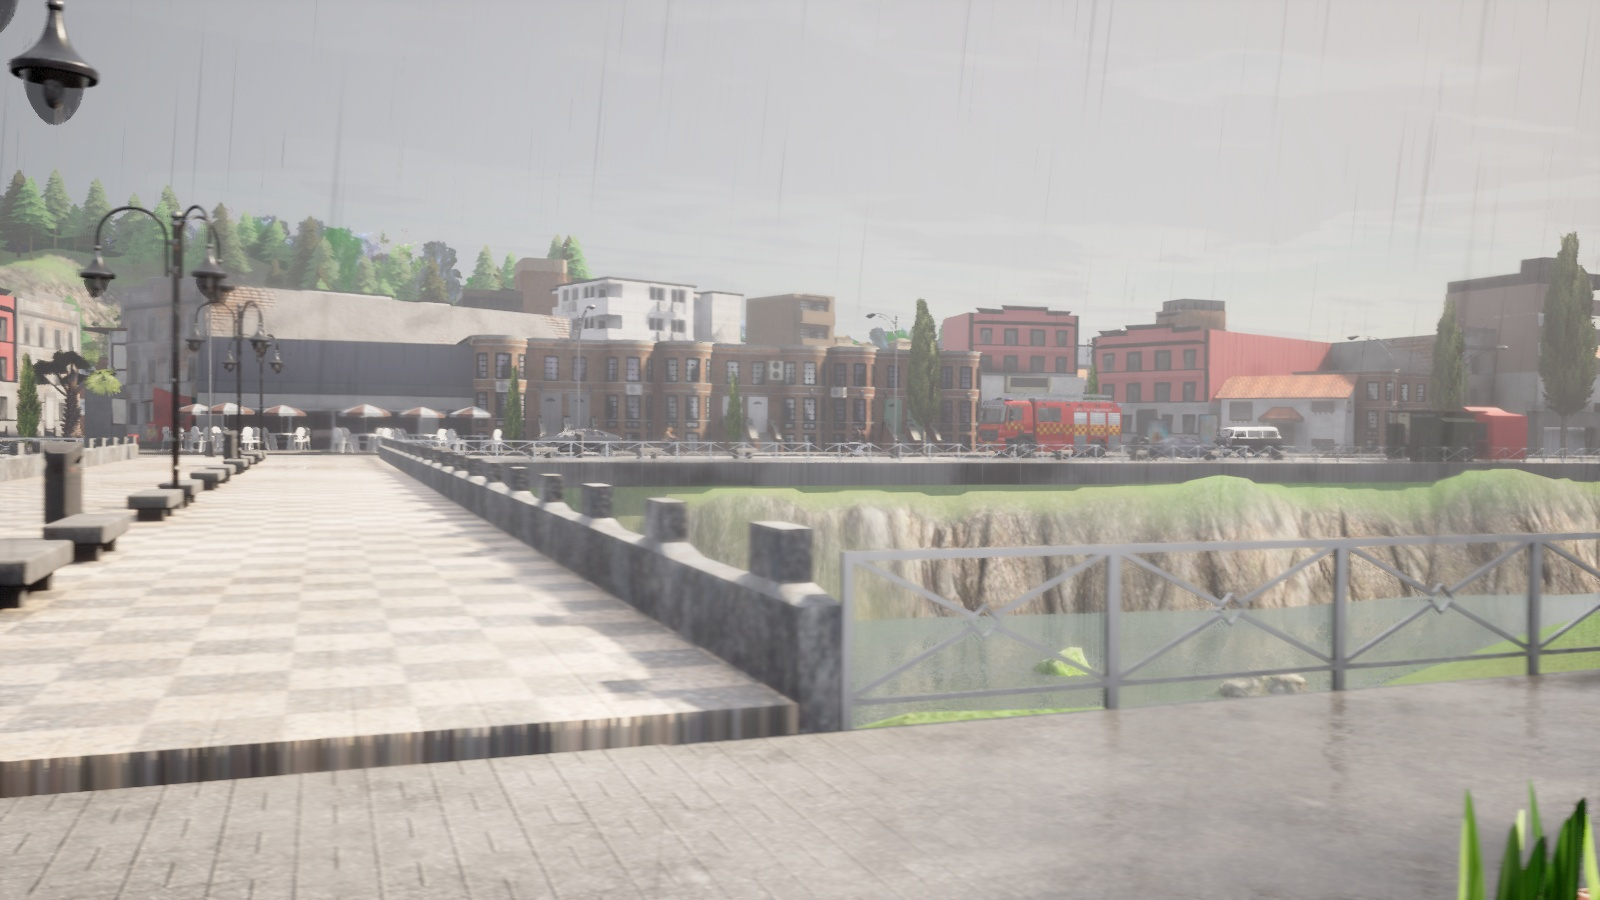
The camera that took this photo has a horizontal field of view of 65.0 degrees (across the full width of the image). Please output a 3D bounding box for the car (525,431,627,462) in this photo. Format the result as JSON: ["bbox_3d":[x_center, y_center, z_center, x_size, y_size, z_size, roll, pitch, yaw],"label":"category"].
[{"bbox_3d":[-11.643,-0.183,65.329,4.902,1.511,2.128,-1,1,-21],"label":"car"}]

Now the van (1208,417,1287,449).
[{"bbox_3d":[28.760,-1.102,80.679,4.480,2.038,2.069,-1,1,-21],"label":"van"}]

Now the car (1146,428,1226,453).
[{"bbox_3d":[22.798,-0.591,74.139,4.181,1.385,1.994,-1,1,-21],"label":"car"}]

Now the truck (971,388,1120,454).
[{"bbox_3d":[14.756,-1.752,75.346,8.468,3.827,2.891,-1,1,-21],"label":"truck"}]
